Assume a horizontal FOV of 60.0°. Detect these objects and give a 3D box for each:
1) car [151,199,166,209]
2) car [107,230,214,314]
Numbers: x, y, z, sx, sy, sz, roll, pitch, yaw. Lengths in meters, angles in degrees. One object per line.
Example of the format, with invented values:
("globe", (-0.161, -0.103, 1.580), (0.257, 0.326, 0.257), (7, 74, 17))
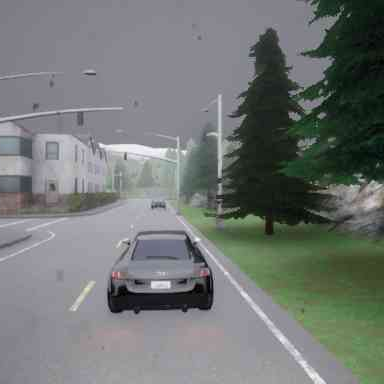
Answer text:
("car", (-4.436, 1.582, 43.908), (1.895, 1.301, 4.718), (0, 0, -6))
("car", (-0.693, 1.561, 7.711), (1.994, 1.385, 4.181), (0, 0, -5))
